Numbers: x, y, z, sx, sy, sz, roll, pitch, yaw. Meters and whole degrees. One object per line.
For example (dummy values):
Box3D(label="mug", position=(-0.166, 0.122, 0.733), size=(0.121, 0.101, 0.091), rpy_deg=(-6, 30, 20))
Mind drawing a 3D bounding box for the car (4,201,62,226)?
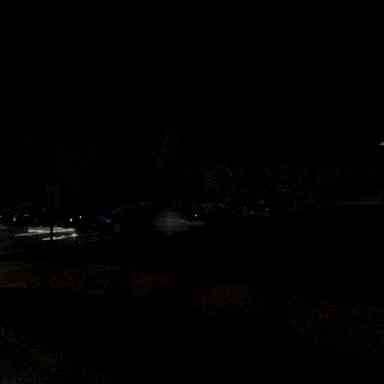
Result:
Box3D(label="car", position=(-9.951, 1.491, 23.327), size=(2.128, 1.511, 4.902), rpy_deg=(0, 0, 36))

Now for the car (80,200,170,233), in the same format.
Box3D(label="car", position=(-3.830, 1.478, 19.837), size=(1.882, 1.535, 5.008), rpy_deg=(0, 0, 36))

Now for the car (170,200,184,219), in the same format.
Box3D(label="car", position=(-1.113, 1.505, 29.526), size=(1.837, 1.490, 4.892), rpy_deg=(0, 0, 36))

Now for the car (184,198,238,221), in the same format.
Box3D(label="car", position=(1.674, 1.526, 27.380), size=(1.812, 1.442, 4.674), rpy_deg=(0, 0, 36))

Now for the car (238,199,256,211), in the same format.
Box3D(label="car", position=(7.981, 1.547, 42.004), size=(2.033, 1.411, 5.357), rpy_deg=(0, 0, 36))

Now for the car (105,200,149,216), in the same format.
Box3D(label="car", position=(-6.555, 1.563, 33.943), size=(1.994, 1.385, 4.181), rpy_deg=(0, 0, 36))

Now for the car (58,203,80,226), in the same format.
Box3D(label="car", position=(-6.358, 1.564, 22.320), size=(1.994, 1.385, 4.181), rpy_deg=(0, 0, 36))

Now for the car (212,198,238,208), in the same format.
Box3D(label="car", position=(4.935, 1.564, 49.681), size=(1.994, 1.385, 4.181), rpy_deg=(0, 0, 36))

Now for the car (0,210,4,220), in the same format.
Box3D(label="car", position=(-12.359, 1.505, 25.966), size=(1.837, 1.490, 4.892), rpy_deg=(0, 0, 36))

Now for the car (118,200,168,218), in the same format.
Box3D(label="car", position=(-4.462, 1.526, 30.849), size=(1.812, 1.442, 4.674), rpy_deg=(0, 0, 36))

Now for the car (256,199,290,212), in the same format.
Box3D(label="car", position=(9.500, 1.600, 38.149), size=(1.895, 1.301, 4.718), rpy_deg=(0, 0, 36))
